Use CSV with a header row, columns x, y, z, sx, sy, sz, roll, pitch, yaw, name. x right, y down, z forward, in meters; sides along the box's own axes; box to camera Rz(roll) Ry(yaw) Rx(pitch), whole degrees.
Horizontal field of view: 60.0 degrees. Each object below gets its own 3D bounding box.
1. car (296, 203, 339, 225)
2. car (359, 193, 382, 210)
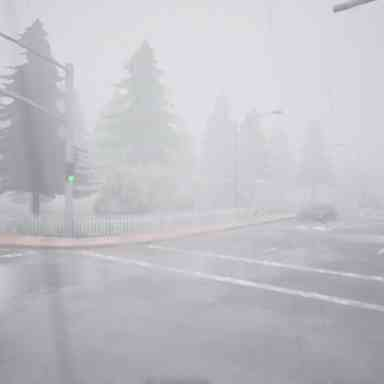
x,y,z,sx,sy,sz,roll,pitch,yaw,name
9.436,1.561,24.594,2.033,1.411,5.357,0,0,36,car
23.763,1.227,44.167,2.150,2.045,5.566,0,0,36,car
